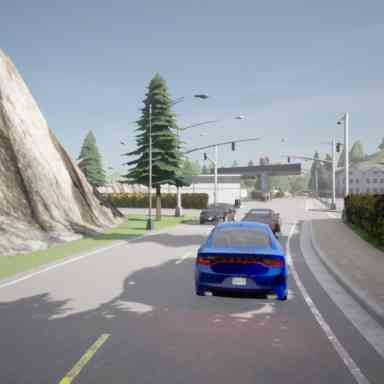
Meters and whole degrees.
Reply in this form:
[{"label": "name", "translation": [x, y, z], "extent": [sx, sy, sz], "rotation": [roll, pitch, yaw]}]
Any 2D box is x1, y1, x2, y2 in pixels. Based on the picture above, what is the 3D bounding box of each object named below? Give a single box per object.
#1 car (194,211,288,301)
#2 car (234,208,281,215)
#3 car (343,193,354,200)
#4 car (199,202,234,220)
[{"label": "car", "translation": [1.293, 1.478, 8.513], "extent": [1.882, 1.535, 5.008], "rotation": [0, 0, 10]}, {"label": "car", "translation": [3.699, 1.564, 17.701], "extent": [1.994, 1.385, 4.181], "rotation": [0, 0, 17]}, {"label": "car", "translation": [40.213, 1.076, 83.015], "extent": [3.866, 1.878, 1.905], "rotation": [0, 0, 19]}, {"label": "car", "translation": [1.965, 1.534, 24.211], "extent": [1.837, 1.490, 4.892], "rotation": [0, 0, 19]}]
